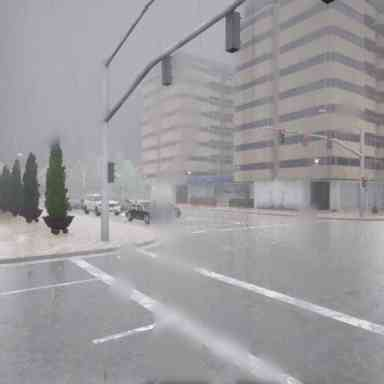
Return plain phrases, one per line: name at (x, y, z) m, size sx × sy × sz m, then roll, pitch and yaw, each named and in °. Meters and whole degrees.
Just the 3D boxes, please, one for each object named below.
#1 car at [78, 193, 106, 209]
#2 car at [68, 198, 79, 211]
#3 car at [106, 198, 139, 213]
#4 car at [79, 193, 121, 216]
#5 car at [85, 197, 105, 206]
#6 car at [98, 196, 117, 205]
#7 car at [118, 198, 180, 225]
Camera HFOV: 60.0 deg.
car at (-13.834, 1.221, 45.878) m, size 2.150 × 2.045 × 5.566 m, roll 0°, pitch 0°, yaw -34°
car at (-14.576, 1.526, 40.789) m, size 1.812 × 1.442 × 4.674 m, roll 0°, pitch 0°, yaw -35°
car at (-7.926, 1.505, 37.401) m, size 1.837 × 1.490 × 4.892 m, roll 0°, pitch 0°, yaw -35°
car at (-8.956, 1.222, 32.767) m, size 2.150 × 2.045 × 5.566 m, roll 0°, pitch 0°, yaw -35°
car at (-16.401, 1.564, 55.948) m, size 1.994 × 1.385 × 4.181 m, roll 0°, pitch 0°, yaw -35°
car at (-15.554, 1.526, 60.837) m, size 1.812 × 1.442 × 4.674 m, roll 0°, pitch 0°, yaw -35°
car at (-3.296, 1.491, 24.684) m, size 2.128 × 1.511 × 4.902 m, roll 0°, pitch 0°, yaw -35°
